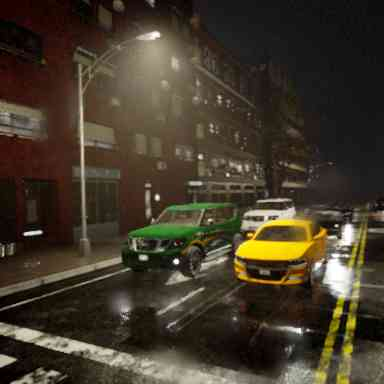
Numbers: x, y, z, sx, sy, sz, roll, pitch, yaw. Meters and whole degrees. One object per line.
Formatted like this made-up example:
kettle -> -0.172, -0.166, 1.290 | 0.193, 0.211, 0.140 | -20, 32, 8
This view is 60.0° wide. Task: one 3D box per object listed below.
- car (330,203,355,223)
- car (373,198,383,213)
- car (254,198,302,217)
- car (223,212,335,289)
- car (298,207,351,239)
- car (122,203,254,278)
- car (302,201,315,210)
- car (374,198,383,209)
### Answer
car -> 12.059, 1.624, 26.954 | 2.128, 1.511, 4.902 | -2, -1, 28
car -> 21.583, 1.394, 37.397 | 2.097, 1.767, 4.553 | -2, -1, 28
car -> 4.934, 1.448, 20.605 | 2.150, 2.045, 5.566 | -2, -1, 29
car -> 2.861, 1.586, 9.887 | 1.882, 1.535, 5.008 | -2, -1, 28
car -> 7.290, 1.720, 18.111 | 1.895, 1.301, 4.718 | -2, -1, 28
car -> 0.034, 1.435, 11.474 | 2.150, 2.045, 5.566 | -2, -1, 30
car -> 9.691, 1.591, 29.412 | 2.097, 1.767, 4.553 | -2, -1, 28
car -> 26.418, 1.585, 46.378 | 1.812, 1.442, 4.674 | -2, -1, 29
